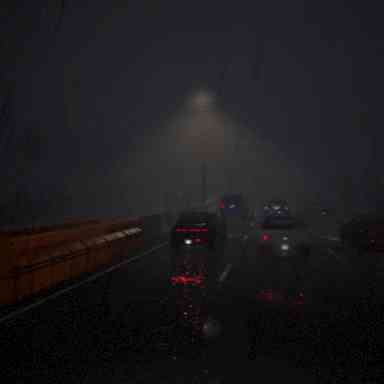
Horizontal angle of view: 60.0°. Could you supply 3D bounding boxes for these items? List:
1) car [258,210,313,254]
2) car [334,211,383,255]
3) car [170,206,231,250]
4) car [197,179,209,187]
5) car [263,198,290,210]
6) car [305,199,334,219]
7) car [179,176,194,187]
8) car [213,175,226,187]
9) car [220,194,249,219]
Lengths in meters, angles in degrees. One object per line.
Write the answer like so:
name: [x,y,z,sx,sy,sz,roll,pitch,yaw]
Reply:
car: [3.780,1.655,13.869,1.895,1.301,4.718,-1,0,13]
car: [7.219,1.569,13.210,1.994,1.385,4.181,-1,0,14]
car: [0.420,1.614,14.870,1.837,1.490,4.892,-1,0,13]
car: [2.316,-2.008,69.595,1.882,1.535,5.008,-1,6,13]
car: [7.175,1.259,28.463,2.097,1.767,4.553,-1,2,13]
car: [10.631,1.344,27.861,2.128,1.511,4.902,-1,2,13]
car: [-1.109,-2.205,70.332,2.150,2.045,5.566,-1,6,13]
car: [5.708,-2.306,68.746,2.150,2.045,5.566,-1,6,13]
car: [3.746,1.178,29.177,2.150,2.045,5.566,-1,2,13]
